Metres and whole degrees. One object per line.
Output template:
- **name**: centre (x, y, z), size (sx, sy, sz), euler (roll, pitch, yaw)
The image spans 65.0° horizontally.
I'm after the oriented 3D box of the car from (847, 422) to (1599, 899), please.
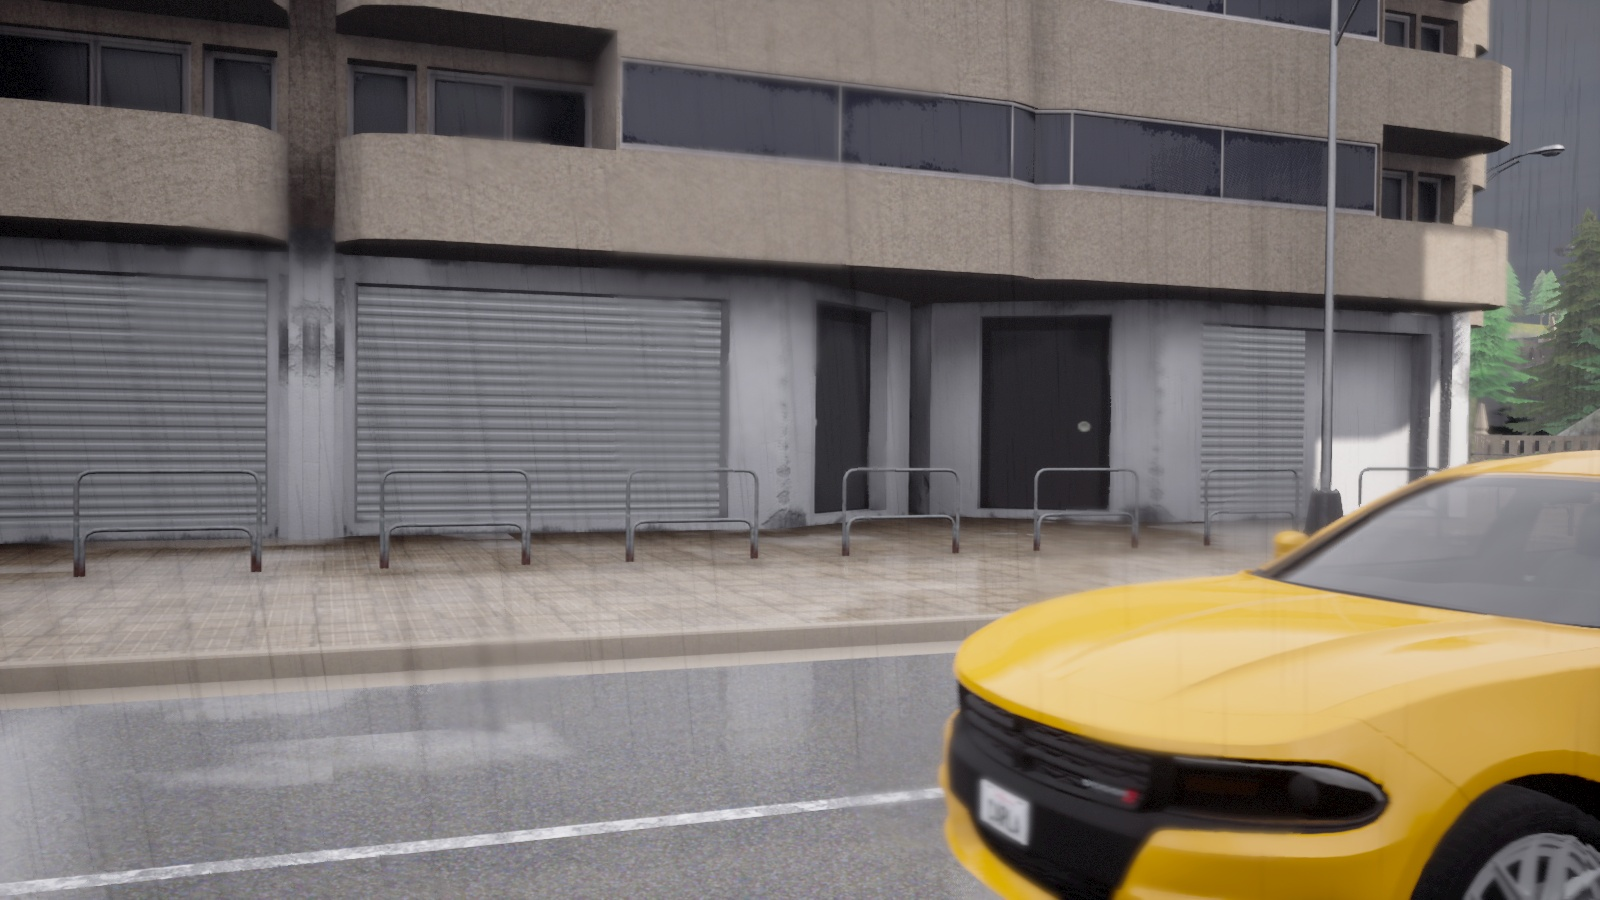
- **car**: centre (2.843, 0.672, 4.318), size (5.008, 1.535, 1.882), euler (-1, 1, -21)
